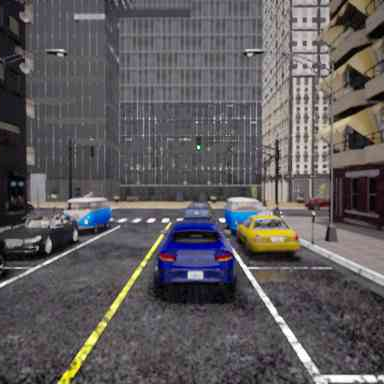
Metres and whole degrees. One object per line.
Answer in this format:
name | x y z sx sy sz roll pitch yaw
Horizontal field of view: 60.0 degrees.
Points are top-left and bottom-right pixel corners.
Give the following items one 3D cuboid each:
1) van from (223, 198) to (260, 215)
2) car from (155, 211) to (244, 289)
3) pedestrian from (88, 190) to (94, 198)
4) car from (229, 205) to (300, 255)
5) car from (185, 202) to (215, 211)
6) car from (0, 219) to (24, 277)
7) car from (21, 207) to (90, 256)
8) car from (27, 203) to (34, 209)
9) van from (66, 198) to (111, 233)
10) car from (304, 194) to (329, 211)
van | 2.707 1.227 18.182 1.690 1.788 3.998 -1 0 0
car | 0.095 1.469 8.910 1.812 1.442 4.674 0 0 1
pedestrian | -12.327 0.641 40.634 0.375 1.860 0.375 0 1 0
car | 2.700 1.445 12.751 1.752 1.417 4.829 -1 0 0
car | 0.568 1.412 23.702 2.033 1.411 5.357 0 0 6
car | -5.689 1.521 7.021 1.947 1.339 4.313 -1 0 0
car | -5.680 1.472 12.624 2.008 1.369 4.403 -1 0 0
car | -17.530 1.310 31.948 4.181 1.385 1.994 0 1 0
van | -5.674 1.227 18.224 1.690 1.788 3.998 -1 0 0
car | 15.299 1.111 37.491 5.009 1.841 2.192 0 1 0
